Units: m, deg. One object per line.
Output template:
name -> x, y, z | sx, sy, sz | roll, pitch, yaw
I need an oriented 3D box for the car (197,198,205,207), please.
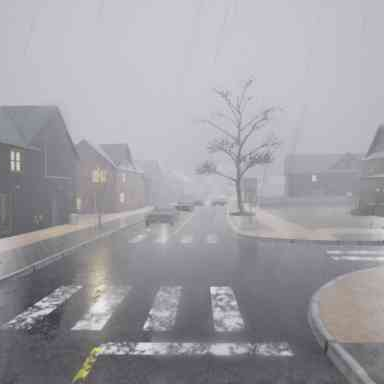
car -> 0.752, 1.582, 49.541 | 1.895, 1.301, 4.718 | 0, 0, 9

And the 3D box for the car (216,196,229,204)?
car -> 5.821, 1.463, 63.257 | 1.882, 1.535, 5.008 | 0, 0, 11

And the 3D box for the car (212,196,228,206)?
car -> 4.262, 1.588, 53.246 | 1.895, 1.301, 4.718 | 0, 0, 9

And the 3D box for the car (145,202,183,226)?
car -> -1.990, 1.591, 23.187 | 1.895, 1.301, 4.718 | 0, 0, 3

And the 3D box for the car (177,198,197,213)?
car -> -0.876, 1.587, 36.338 | 1.895, 1.301, 4.718 | 0, 0, 6
